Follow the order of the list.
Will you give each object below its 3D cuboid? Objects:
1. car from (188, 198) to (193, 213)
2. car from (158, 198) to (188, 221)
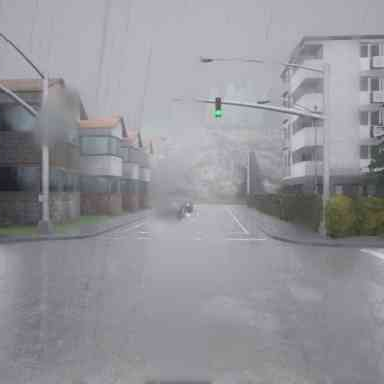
[{"bbox_3d":[-1.028,1.422,37.859,2.097,1.767,4.553,0,0,4],"label":"car"},{"bbox_3d":[-1.664,1.531,28.084,1.882,1.535,5.008,0,0,4],"label":"car"}]
